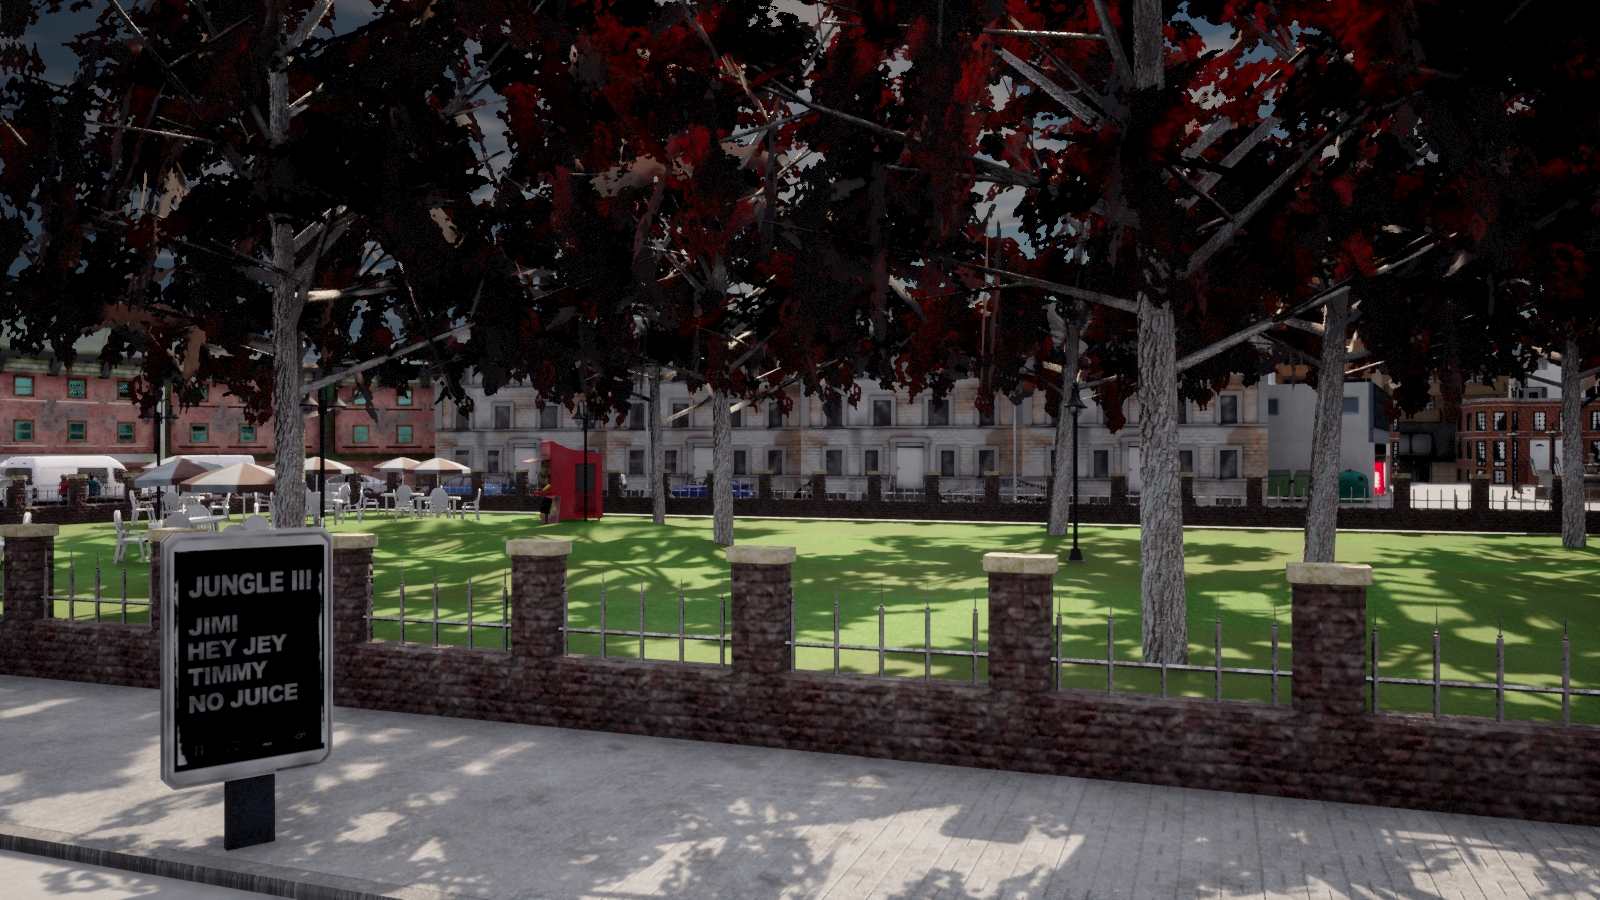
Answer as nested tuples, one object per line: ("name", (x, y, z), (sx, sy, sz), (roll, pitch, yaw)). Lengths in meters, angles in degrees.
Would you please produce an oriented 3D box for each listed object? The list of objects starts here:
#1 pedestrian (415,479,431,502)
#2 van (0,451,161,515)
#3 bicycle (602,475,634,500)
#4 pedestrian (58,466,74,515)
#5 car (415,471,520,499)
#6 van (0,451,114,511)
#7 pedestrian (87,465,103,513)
("pedestrian", (-17.875, 1.920, 54.157), (0.500, 1.100, 0.500), (0, 0, 15))
("van", (-30.991, 1.334, 49.457), (1.988, 2.561, 5.915), (0, 0, 20))
("bicycle", (-9.502, 1.948, 59.688), (1.643, 1.296, 0.373), (0, 0, 20))
("pedestrian", (-28.049, 1.542, 43.650), (0.375, 1.860, 0.375), (0, 0, 17))
("car", (-18.262, 1.902, 62.828), (5.357, 1.411, 2.033), (0, 0, 19))
("van", (-34.456, 1.334, 51.696), (1.988, 2.561, 5.915), (0, 0, 21))
("pedestrian", (-27.943, 1.542, 45.292), (0.375, 1.860, 0.375), (0, 0, 10))
